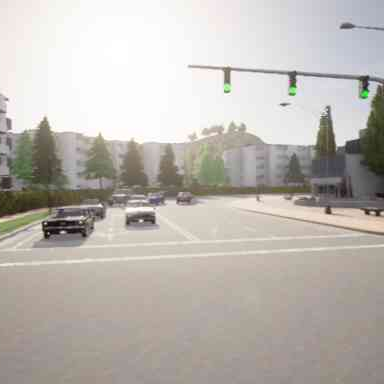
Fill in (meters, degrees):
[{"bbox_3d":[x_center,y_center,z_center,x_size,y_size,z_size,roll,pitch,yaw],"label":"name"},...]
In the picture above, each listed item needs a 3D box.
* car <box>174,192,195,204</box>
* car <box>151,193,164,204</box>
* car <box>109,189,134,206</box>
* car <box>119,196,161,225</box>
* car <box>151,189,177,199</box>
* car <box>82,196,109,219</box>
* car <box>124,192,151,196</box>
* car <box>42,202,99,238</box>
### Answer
[{"bbox_3d":[-0.782,0.768,45.142,2.128,1.511,4.902,-1,1,11],"label":"car"},{"bbox_3d":[-4.919,0.846,42.647,1.882,1.535,5.008,-1,1,9],"label":"car"},{"bbox_3d":[-8.676,0.655,41.456,2.150,2.045,5.566,-1,1,7],"label":"car"},{"bbox_3d":[-3.506,1.235,21.707,2.033,1.411,5.357,-1,1,-13],"label":"car"},{"bbox_3d":[-4.714,0.298,56.462,2.033,1.411,5.357,0,1,24],"label":"car"},{"bbox_3d":[-7.671,1.245,25.310,1.994,1.385,4.181,-1,1,-10],"label":"car"},{"bbox_3d":[-5.032,1.061,31.060,1.837,1.490,4.892,-1,1,-6],"label":"car"},{"bbox_3d":[-6.000,1.402,16.570,1.895,1.301,4.718,-1,1,-11],"label":"car"}]
